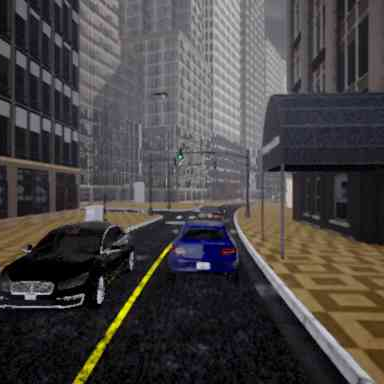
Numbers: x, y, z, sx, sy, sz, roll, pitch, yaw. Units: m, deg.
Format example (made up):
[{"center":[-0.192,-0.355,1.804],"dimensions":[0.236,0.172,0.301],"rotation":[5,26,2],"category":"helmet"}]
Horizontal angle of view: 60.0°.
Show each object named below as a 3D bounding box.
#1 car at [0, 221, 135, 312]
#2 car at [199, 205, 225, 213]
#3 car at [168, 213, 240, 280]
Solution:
[{"center":[-2.640,1.538,8.039],"dimensions":[1.837,1.490,4.892],"rotation":[0,0,2],"category":"car"},{"center":[1.454,1.672,24.693],"dimensions":[2.033,1.411,5.357],"rotation":[0,0,6],"category":"car"},{"center":[0.367,1.572,9.999],"dimensions":[1.812,1.442,4.674],"rotation":[0,-1,3],"category":"car"}]
